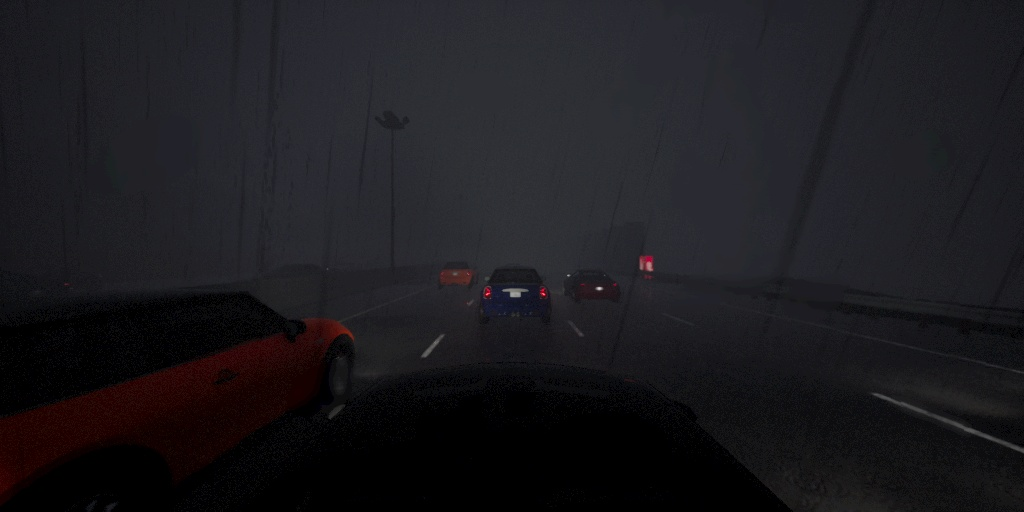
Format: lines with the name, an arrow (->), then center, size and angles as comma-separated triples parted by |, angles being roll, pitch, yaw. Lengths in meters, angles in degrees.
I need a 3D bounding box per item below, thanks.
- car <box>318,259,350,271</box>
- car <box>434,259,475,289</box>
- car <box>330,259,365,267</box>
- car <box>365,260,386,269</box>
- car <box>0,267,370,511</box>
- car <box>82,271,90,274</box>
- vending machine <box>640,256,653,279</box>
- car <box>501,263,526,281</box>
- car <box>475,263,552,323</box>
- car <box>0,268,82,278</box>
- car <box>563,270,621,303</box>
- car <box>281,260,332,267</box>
car -> -24.562, 1.225, 49.668 | 1.882, 1.535, 5.008 | 0, 0, 1
car -> -3.404, 1.102, 23.545 | 2.097, 1.767, 4.553 | 0, 0, 0
car -> -17.599, 1.273, 37.597 | 1.812, 1.442, 4.674 | 0, 0, 0
car -> -20.992, 1.311, 54.965 | 1.994, 1.385, 4.181 | 0, 0, 1
car -> -3.401, 1.102, 3.575 | 2.097, 1.767, 4.553 | 0, 0, 0
car -> -24.602, 1.311, 18.970 | 1.994, 1.385, 4.181 | 0, 0, 0
vending machine -> 11.995, 0.946, 31.957 | 1.100, 2.100, 0.880 | 0, 0, 0
car -> 0.097, 1.314, 31.121 | 1.994, 1.385, 4.181 | 0, 0, 0
car -> 0.098, 1.102, 12.192 | 2.097, 1.767, 4.553 | 0, 0, 0
car -> -21.104, 1.295, 13.961 | 2.033, 1.411, 5.357 | 0, 0, 0
car -> 3.595, 1.314, 16.762 | 1.994, 1.385, 4.181 | 0, 0, 0
car -> -14.104, 1.253, 23.453 | 1.837, 1.490, 4.892 | 0, 0, 0
